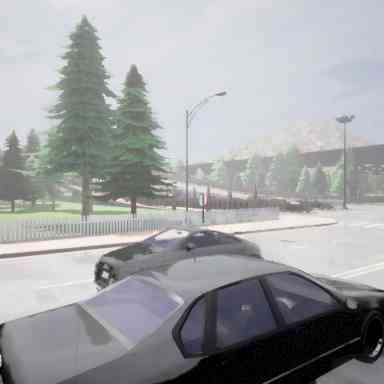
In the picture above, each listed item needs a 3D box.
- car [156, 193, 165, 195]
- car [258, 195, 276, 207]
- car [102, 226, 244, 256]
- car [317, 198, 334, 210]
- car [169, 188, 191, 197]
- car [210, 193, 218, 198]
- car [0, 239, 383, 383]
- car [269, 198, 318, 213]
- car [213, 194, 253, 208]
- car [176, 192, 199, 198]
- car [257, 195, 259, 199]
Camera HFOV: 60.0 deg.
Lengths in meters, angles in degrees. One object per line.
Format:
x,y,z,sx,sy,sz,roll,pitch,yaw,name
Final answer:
-6.612,0.284,60.093,1.837,1.490,4.892,0,6,-37,car
11.297,1.469,42.158,1.882,1.535,5.008,0,0,-37,car
-0.192,1.564,8.144,4.181,1.385,1.994,0,0,-35,car
15.573,1.485,42.315,2.128,1.511,4.902,0,0,-37,car
-2.411,0.131,66.196,1.895,1.301,4.718,0,6,-36,car
5.524,1.335,49.762,2.128,1.511,4.902,0,2,-37,car
0.533,1.547,4.125,5.357,1.411,2.033,0,0,-35,car
10.990,1.600,36.709,1.895,1.301,4.718,0,0,-36,car
5.484,1.453,44.024,2.128,1.511,4.902,0,1,-37,car
-0.534,1.154,51.975,1.994,1.385,4.181,0,3,-37,car
10.094,1.282,49.529,2.097,1.767,4.553,0,1,-37,car
